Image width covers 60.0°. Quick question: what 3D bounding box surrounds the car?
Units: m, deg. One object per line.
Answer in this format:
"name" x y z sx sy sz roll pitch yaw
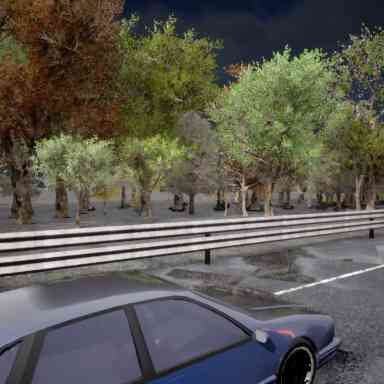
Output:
"car" -0.731 1.547 3.201 5.357 1.411 2.033 0 0 -38
